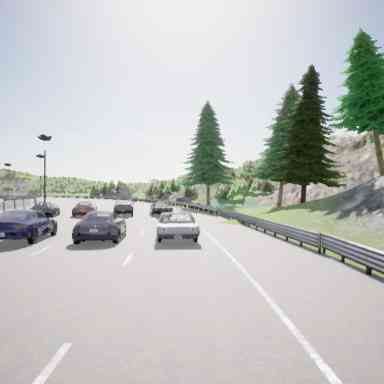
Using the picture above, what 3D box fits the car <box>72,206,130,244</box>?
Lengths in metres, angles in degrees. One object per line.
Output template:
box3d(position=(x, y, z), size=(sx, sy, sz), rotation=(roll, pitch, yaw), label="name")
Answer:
box3d(position=(-4.255, 1.569, 15.773), size=(1.994, 1.385, 4.181), rotation=(0, 0, -5), label="car")

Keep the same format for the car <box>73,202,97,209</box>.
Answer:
box3d(position=(-9.953, 1.570, 31.104), size=(1.994, 1.385, 4.181), rotation=(0, 0, -11), label="car")

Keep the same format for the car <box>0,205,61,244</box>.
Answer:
box3d(position=(-7.740, 1.530, 15.446), size=(1.812, 1.442, 4.674), rotation=(0, 0, -5), label="car")

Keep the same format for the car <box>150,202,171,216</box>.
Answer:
box3d(position=(-3.081, 1.614, 32.436), size=(1.895, 1.301, 4.718), rotation=(0, 0, -11), label="car")

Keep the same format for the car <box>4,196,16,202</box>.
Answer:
box3d(position=(-35.262, 1.455, 64.548), size=(2.128, 1.511, 4.902), rotation=(0, 0, -24), label="car")

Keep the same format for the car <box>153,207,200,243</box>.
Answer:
box3d(position=(-0.773, 1.613, 16.130), size=(1.895, 1.301, 4.718), rotation=(0, 0, -5), label="car")

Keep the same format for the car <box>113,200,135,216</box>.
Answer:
box3d(position=(-6.514, 1.492, 31.755), size=(2.128, 1.511, 4.902), rotation=(0, 0, -11), label="car")

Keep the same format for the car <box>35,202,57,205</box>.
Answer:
box3d(position=(-13.392, 1.570, 30.452), size=(1.994, 1.385, 4.181), rotation=(0, 0, -11), label="car")
